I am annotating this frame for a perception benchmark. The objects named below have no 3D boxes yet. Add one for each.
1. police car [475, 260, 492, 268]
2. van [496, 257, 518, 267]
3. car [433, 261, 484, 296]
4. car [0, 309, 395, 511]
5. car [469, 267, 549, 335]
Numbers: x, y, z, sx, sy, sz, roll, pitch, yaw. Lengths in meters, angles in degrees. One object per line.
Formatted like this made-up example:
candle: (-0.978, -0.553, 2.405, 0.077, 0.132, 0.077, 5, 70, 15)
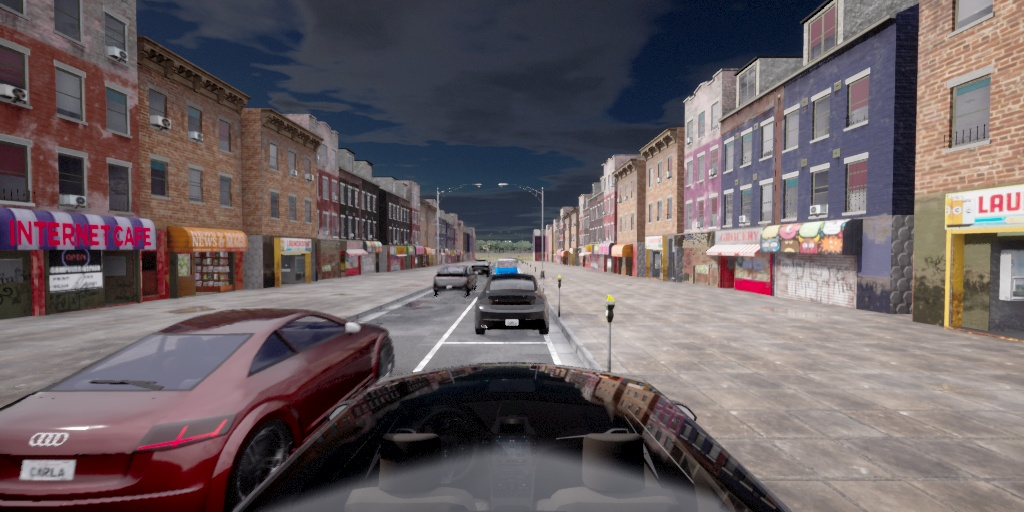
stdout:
police car: (-3.019, 1.163, 35.133, 1.930, 1.638, 5.238, 0, 0, 0)
van: (-0.382, 1.081, 27.392, 1.690, 1.789, 3.998, 0, 0, 0)
car: (-2.920, 1.236, 19.158, 2.128, 1.511, 4.902, 0, 0, 0)
car: (-2.921, 1.313, 4.264, 1.994, 1.385, 4.181, 0, 0, 0)
car: (0.001, 1.250, 10.502, 1.837, 1.490, 4.892, 0, 0, 0)
